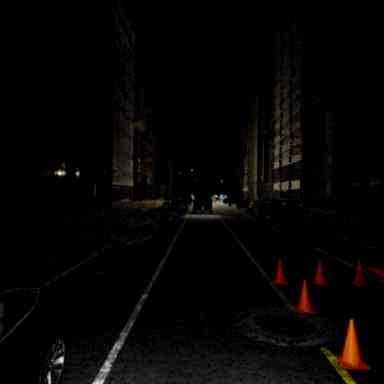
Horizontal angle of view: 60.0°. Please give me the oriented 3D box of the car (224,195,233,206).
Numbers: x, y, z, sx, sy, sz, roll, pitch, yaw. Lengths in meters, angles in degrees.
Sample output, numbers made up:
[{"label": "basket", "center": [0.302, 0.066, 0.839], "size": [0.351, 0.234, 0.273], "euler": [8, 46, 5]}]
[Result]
[{"label": "car", "center": [7.438, 1.554, 58.334], "size": [2.192, 1.841, 5.009], "euler": [1, 0, 1]}]

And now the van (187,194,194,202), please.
[{"label": "van", "center": [-0.434, 1.555, 86.562], "size": [1.690, 1.788, 3.998], "euler": [1, 0, 1]}]

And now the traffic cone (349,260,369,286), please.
[{"label": "traffic cone", "center": [4.231, 2.028, 8.418], "size": [0.340, 0.580, 0.340], "euler": [1, 0, 2]}]

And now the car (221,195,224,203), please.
[{"label": "car", "center": [7.695, 1.818, 69.549], "size": [1.887, 1.381, 4.507], "euler": [1, 0, 1]}]

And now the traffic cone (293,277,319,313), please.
[{"label": "traffic cone", "center": [2.188, 1.998, 6.466], "size": [0.340, 0.580, 0.340], "euler": [1, 0, 1]}]

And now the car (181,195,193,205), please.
[{"label": "car", "center": [-0.954, 1.460, 64.130], "size": [2.192, 1.841, 5.009], "euler": [1, 0, 1]}]

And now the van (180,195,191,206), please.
[{"label": "van", "center": [-1.085, 1.469, 58.522], "size": [1.690, 1.788, 3.998], "euler": [1, 0, 1]}]

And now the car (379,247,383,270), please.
[{"label": "car", "center": [6.264, 1.664, 7.865], "size": [1.947, 1.339, 4.313], "euler": [1, 0, 1]}]

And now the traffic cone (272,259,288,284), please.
[{"label": "traffic cone", "center": [2.234, 2.003, 8.465], "size": [0.340, 0.580, 0.340], "euler": [1, 0, 1]}]

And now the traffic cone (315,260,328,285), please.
[{"label": "traffic cone", "center": [3.233, 2.016, 8.442], "size": [0.340, 0.580, 0.340], "euler": [1, 0, 1]}]

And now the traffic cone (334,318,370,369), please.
[{"label": "traffic cone", "center": [2.141, 1.993, 4.466], "size": [0.340, 0.580, 0.340], "euler": [1, 0, 1]}]

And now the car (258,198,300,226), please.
[{"label": "car", "center": [6.658, 1.458, 24.689], "size": [2.192, 1.841, 5.009], "euler": [1, 0, 1]}]

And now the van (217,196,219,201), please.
[{"label": "van", "center": [8.088, 1.666, 86.372], "size": [1.690, 1.788, 3.998], "euler": [1, 0, 1]}]

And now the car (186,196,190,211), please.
[{"label": "car", "center": [-1.606, 1.504, 36.090], "size": [1.967, 1.590, 4.097], "euler": [1, 0, 1]}]

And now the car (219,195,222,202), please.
[{"label": "car", "center": [7.826, 1.730, 75.157], "size": [1.967, 1.590, 4.097], "euler": [1, 0, 1]}]

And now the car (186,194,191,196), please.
[{"label": "car", "center": [-1.474, 1.394, 41.698], "size": [2.192, 1.841, 5.009], "euler": [1, 0, 1]}]

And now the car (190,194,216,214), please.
[{"label": "car", "center": [1.188, 1.325, 37.338], "size": [2.150, 2.045, 5.566], "euler": [1, 0, 1]}]

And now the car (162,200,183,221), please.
[{"label": "car", "center": [-1.872, 1.557, 24.704], "size": [1.752, 1.417, 4.829], "euler": [1, 0, 1]}]

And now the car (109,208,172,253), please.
[{"label": "car", "center": [-2.128, 1.553, 13.658], "size": [2.008, 1.369, 4.403], "euler": [1, 0, 1]}]

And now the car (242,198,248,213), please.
[{"label": "car", "center": [6.919, 1.700, 36.074], "size": [1.752, 1.417, 4.829], "euler": [1, 0, 1]}]

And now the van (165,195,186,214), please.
[{"label": "van", "center": [-1.735, 1.389, 30.482], "size": [1.690, 1.788, 3.998], "euler": [1, 0, 1]}]

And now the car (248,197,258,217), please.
[{"label": "car", "center": [6.788, 1.474, 30.296], "size": [2.192, 1.841, 5.009], "euler": [1, 0, 1]}]

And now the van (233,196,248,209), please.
[{"label": "van", "center": [7.178, 1.548, 47.119], "size": [1.690, 1.788, 3.998], "euler": [1, 0, 1]}]

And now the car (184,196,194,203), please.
[{"label": "car", "center": [-0.697, 1.730, 75.345], "size": [2.008, 1.369, 4.403], "euler": [1, 0, 1]}]

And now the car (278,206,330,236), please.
[{"label": "car", "center": [6.524, 1.710, 19.081], "size": [1.802, 1.307, 4.206], "euler": [1, 0, 1]}]

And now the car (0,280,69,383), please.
[{"label": "car", "center": [-2.388, 1.540, 2.442], "size": [1.947, 1.339, 4.313], "euler": [1, 0, 1]}]

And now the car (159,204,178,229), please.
[{"label": "car", "center": [-1.998, 1.599, 19.266], "size": [1.802, 1.307, 4.206], "euler": [1, 0, 1]}]
